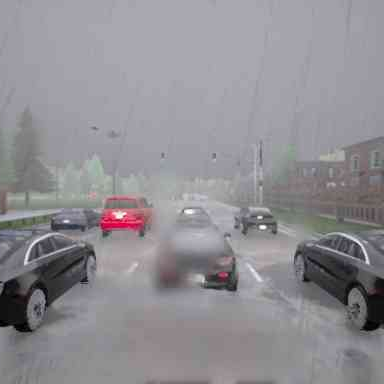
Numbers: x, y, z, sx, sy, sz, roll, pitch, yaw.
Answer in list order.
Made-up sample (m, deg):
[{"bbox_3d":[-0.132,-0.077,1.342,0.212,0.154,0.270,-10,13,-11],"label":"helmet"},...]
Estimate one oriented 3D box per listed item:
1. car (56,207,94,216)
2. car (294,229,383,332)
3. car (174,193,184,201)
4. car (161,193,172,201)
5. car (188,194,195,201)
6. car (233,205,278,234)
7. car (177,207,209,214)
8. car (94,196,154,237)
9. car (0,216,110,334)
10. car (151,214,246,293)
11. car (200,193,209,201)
[{"bbox_3d":[-6.920,1.587,20.292,1.994,1.385,4.181,0,0,0],"label":"car"},{"bbox_3d":[3.591,1.500,6.808,2.128,1.511,4.902,0,0,0],"label":"car"},{"bbox_3d":[-3.554,1.320,89.135,2.150,2.045,5.566,0,0,0],"label":"car"},{"bbox_3d":[-7.054,1.320,89.133,2.150,2.045,5.566,0,0,0],"label":"car"},{"bbox_3d":[-0.054,1.635,89.107,2.033,1.411,5.357,0,0,0],"label":"car"},{"bbox_3d":[3.578,1.527,19.188,1.837,1.490,4.892,0,0,0],"label":"car"},{"bbox_3d":[0.078,1.588,19.835,1.994,1.385,4.181,0,0,0],"label":"car"},{"bbox_3d":[-3.421,1.245,18.380,2.150,2.045,5.566,0,0,0],"label":"car"},{"bbox_3d":[-3.410,1.500,6.758,2.128,1.511,4.902,0,0,0],"label":"car"},{"bbox_3d":[0.091,1.536,8.784,1.812,1.442,4.674,0,0,0],"label":"car"},{"bbox_3d":[3.446,1.320,89.139,2.150,2.045,5.566,0,0,0],"label":"car"}]
